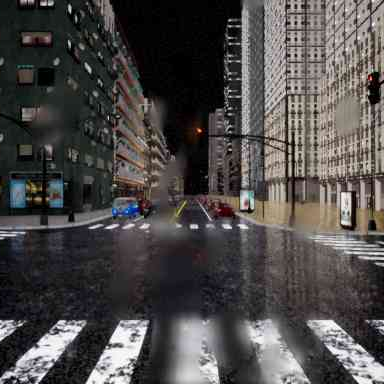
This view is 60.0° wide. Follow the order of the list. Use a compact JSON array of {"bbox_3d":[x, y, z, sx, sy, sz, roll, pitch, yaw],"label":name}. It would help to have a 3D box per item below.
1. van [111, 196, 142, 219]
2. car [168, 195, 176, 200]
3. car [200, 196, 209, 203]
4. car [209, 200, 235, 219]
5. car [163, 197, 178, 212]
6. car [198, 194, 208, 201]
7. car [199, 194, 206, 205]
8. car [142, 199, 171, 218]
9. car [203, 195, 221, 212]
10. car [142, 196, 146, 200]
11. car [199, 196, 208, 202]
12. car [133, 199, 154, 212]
[{"bbox_3d":[-5.675,1.352,28.436,1.690,1.788,3.998,0,0,0],"label":"van"},{"bbox_3d":[-5.662,1.644,94.767,1.947,1.339,4.313,0,0,0],"label":"car"},{"bbox_3d":[2.714,1.593,72.654,1.887,1.381,4.507,0,0,0],"label":"car"},{"bbox_3d":[2.704,1.593,28.433,1.802,1.307,4.206,0,0,0],"label":"car"},{"bbox_3d":[-3.091,1.618,39.739,1.895,1.301,4.718,0,0,0],"label":"car"},{"bbox_3d":[2.718,1.377,83.710,2.192,1.841,5.009,0,0,0],"label":"car"},{"bbox_3d":[2.711,1.470,56.071,1.967,1.590,4.097,0,0,0],"label":"car"},{"bbox_3d":[-3.112,1.575,29.622,1.994,1.385,4.181,0,0,-2],"label":"car"},{"bbox_3d":[2.708,1.457,39.489,1.967,1.590,4.097,0,0,0],"label":"car"},{"bbox_3d":[-5.674,1.329,33.964,2.192,1.841,5.009,0,0,0],"label":"car"},{"bbox_3d":[2.715,1.637,78.182,1.802,1.307,4.206,0,0,0],"label":"car"},{"bbox_3d":[-5.674,1.562,39.492,1.887,1.381,4.507,0,0,0],"label":"car"}]
